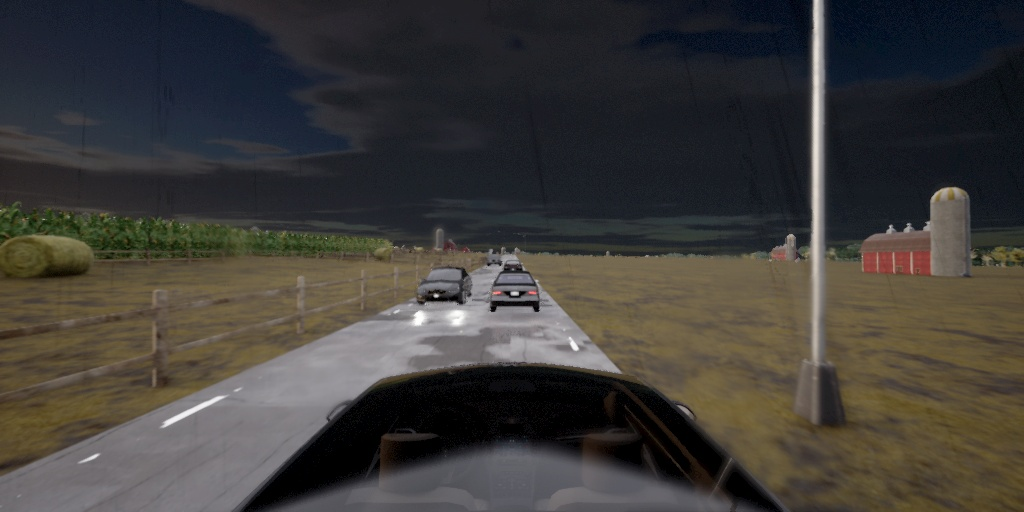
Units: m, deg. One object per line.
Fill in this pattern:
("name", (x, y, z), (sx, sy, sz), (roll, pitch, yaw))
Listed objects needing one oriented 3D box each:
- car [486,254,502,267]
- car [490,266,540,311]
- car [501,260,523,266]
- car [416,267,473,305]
("car", (-2.806, 0.699, 57.152), (2.150, 2.045, 5.566), (0, 1, 1))
("car", (0.106, 1.290, 14.447), (2.033, 1.411, 5.357), (0, 0, 0))
("car", (0.101, 1.121, 36.723), (1.882, 1.535, 5.008), (0, 0, 0))
("car", (-2.848, 1.244, 15.920), (1.837, 1.490, 4.892), (0, 0, 0))
